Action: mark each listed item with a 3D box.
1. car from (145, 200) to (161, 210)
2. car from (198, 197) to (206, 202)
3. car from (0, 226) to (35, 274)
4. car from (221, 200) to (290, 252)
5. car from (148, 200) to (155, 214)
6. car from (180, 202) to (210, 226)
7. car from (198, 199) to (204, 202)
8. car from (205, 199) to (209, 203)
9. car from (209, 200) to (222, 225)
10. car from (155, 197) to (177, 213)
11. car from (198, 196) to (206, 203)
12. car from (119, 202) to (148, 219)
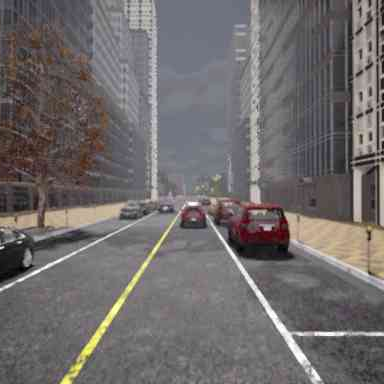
[{"bbox_3d":[-5.657,1.895,48.464,1.802,1.307,4.206,0,0,0],"label":"car"},{"bbox_3d":[2.735,1.980,65.524,1.947,1.339,4.313,0,0,0],"label":"car"},{"bbox_3d":[-5.683,1.610,8.621,2.008,1.369,4.403,0,0,0],"label":"car"},{"bbox_3d":[2.703,1.412,14.297,2.192,1.841,5.009,0,0,0],"label":"car"},{"bbox_3d":[-5.664,1.810,37.082,1.947,1.339,4.313,0,0,0],"label":"car"},{"bbox_3d":[0.112,1.691,24.668,1.812,1.442,4.674,0,0,0],"label":"car"},{"bbox_3d":[0.126,1.874,41.835,1.895,1.301,4.718,0,0,0],"label":"car"},{"bbox_3d":[2.717,1.770,37.234,1.752,1.417,4.829,0,0,0],"label":"car"},{"bbox_3d":[2.710,1.487,25.682,2.192,1.841,5.009,0,0,0],"label":"car"},{"bbox_3d":[-3.066,1.759,40.825,2.128,1.511,4.902,0,0,0],"label":"car"},{"bbox_3d":[2.750,1.983,88.292,1.967,1.590,4.097,0,0,0],"label":"car"},{"bbox_3d":[-5.668,1.759,31.389,2.008,1.369,4.403,0,0,0],"label":"car"}]
